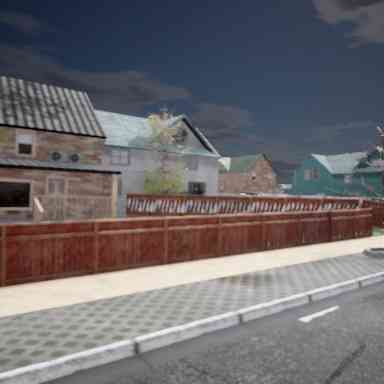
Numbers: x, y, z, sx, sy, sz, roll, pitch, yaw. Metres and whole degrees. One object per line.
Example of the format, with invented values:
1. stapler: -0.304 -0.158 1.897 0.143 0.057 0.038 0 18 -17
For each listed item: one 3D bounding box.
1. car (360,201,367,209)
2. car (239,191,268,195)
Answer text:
1. car: 14.322 1.474 26.288 1.882 1.535 5.008 2 0 -35
2. car: 7.199 0.946 36.306 2.150 2.045 5.566 2 0 -35
